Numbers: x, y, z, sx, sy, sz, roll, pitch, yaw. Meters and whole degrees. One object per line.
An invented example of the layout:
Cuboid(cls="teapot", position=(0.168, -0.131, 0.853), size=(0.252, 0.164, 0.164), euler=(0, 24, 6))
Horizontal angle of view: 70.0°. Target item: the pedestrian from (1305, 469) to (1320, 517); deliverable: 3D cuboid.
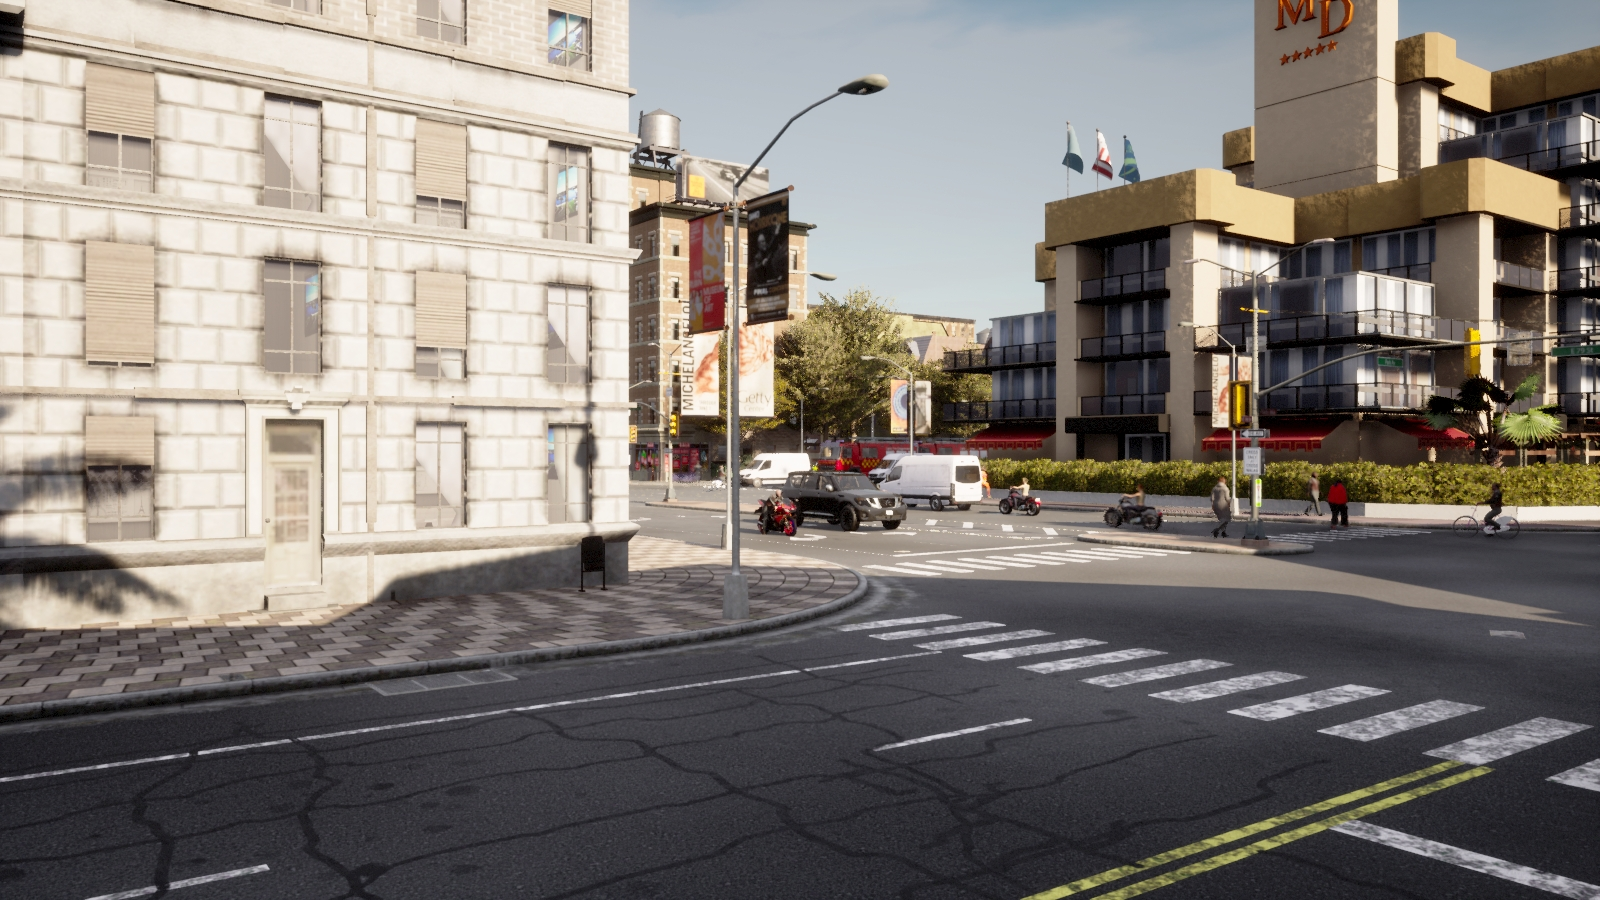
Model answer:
Cuboid(cls="pedestrian", position=(20.177, 1.696, 45.004), size=(0.375, 1.860, 0.375), euler=(0, 0, -20))

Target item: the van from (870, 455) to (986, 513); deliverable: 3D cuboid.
Cuboid(cls="van", position=(5.947, 1.534, 54.072), size=(1.988, 2.561, 5.915), euler=(0, 0, -36))

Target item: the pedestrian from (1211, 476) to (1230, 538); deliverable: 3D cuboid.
Cuboid(cls="pedestrian", position=(12.617, 1.704, 34.279), size=(0.375, 1.860, 0.375), euler=(0, 0, -33))

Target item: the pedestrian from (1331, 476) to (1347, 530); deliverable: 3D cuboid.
Cuboid(cls="pedestrian", position=(18.945, 1.848, 40.161), size=(0.375, 1.860, 0.375), euler=(0, 0, -36))

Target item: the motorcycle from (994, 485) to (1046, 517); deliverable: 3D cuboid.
Cuboid(cls="motorcycle", position=(9.406, 2.170, 48.968), size=(0.764, 1.277, 2.356), euler=(0, 0, -34))

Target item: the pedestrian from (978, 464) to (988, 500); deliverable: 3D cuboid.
Cuboid(cls="pedestrian", position=(9.749, 1.697, 60.753), size=(0.375, 1.860, 0.375), euler=(0, 0, -37))

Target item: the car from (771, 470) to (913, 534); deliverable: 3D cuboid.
Cuboid(cls="car", position=(1.410, 1.779, 41.176), size=(2.150, 2.045, 5.566), euler=(0, 0, -35))

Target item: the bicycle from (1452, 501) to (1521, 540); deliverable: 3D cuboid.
Cuboid(cls="bicycle", position=(21.609, 2.210, 35.974), size=(1.835, 1.171, 0.329), euler=(0, 0, 19))

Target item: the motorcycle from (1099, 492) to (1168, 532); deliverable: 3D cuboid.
Cuboid(cls="motorcycle", position=(11.677, 2.170, 40.108), size=(0.764, 1.277, 2.356), euler=(0, 0, -36))

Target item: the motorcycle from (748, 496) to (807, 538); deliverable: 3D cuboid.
Cuboid(cls="motorcycle", position=(-0.756, 2.205, 37.717), size=(0.867, 1.251, 2.209), euler=(0, 0, -36))
